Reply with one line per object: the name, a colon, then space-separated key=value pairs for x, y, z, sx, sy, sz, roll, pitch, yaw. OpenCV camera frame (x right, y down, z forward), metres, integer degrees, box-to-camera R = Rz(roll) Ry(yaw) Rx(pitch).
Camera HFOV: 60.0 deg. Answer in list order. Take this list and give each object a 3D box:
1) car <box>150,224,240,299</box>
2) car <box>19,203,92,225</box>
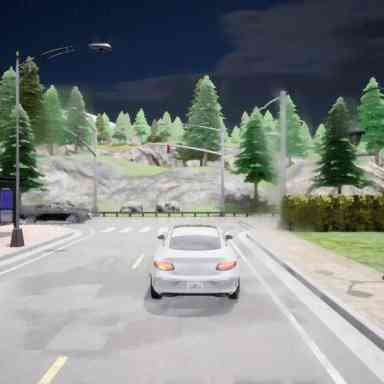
car: x=0.077 y=1.526 z=8.310 sx=1.812 sy=1.442 sz=4.674 roll=0 pitch=0 yaw=1
car: x=-9.686 y=1.507 z=23.775 sx=4.902 sy=1.511 sz=2.128 roll=0 pitch=0 yaw=1
